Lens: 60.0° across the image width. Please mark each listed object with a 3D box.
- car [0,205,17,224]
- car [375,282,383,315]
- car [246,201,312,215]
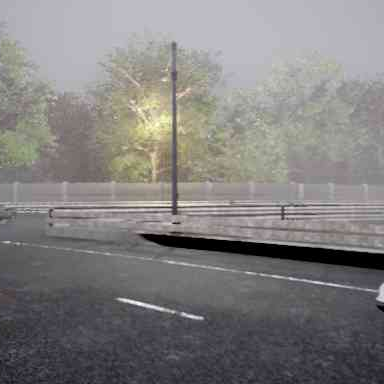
[{"bbox_3d":[-14.458,1.496,22.369,4.902,1.511,2.128,0,0,-1],"label":"car"},{"bbox_3d":[5.160,1.567,4.415,4.718,1.301,1.895,0,0,37],"label":"car"},{"bbox_3d":[6.443,1.430,24.780,4.902,1.511,2.128,-1,0,-9],"label":"car"}]
